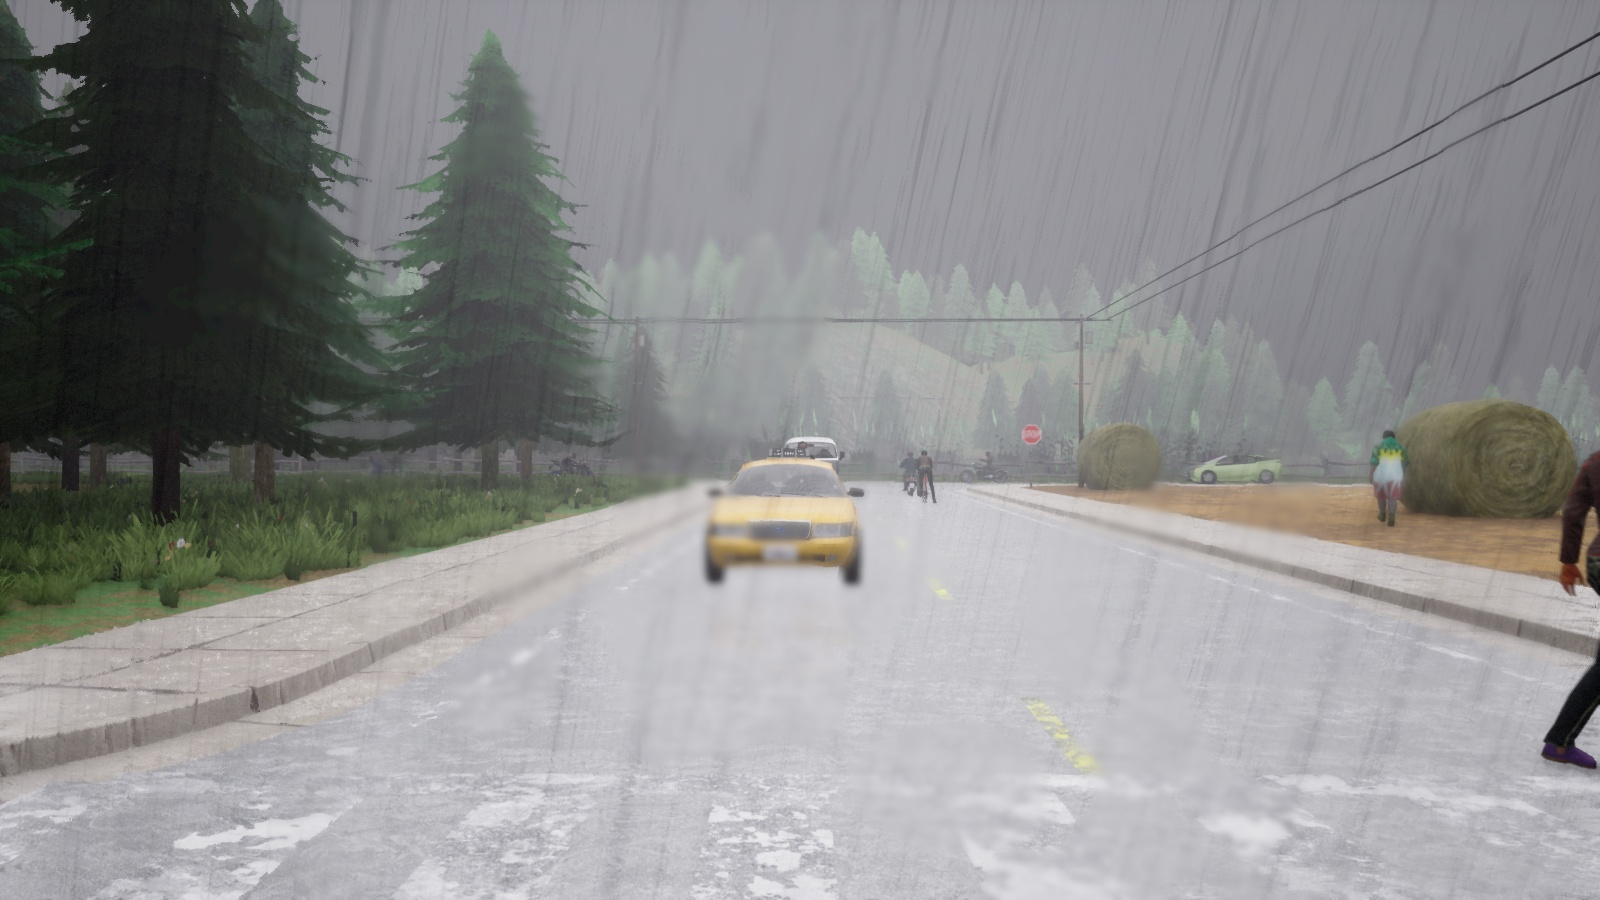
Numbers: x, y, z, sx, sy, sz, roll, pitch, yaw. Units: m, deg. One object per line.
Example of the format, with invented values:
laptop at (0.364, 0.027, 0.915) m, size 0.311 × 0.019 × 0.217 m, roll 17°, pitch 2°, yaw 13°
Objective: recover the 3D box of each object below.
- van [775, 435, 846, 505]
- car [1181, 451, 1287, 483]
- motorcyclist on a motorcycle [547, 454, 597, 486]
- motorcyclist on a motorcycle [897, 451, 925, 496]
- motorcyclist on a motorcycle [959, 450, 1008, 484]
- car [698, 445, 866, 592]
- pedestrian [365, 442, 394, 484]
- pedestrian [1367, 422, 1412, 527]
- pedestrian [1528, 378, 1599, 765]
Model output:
van at (0.344, 0.595, 38.905) m, size 2.069 × 2.038 × 4.480 m, roll 0°, pitch 0°, yaw 1°
car at (21.101, 0.832, 61.182) m, size 4.514 × 1.525 × 2.007 m, roll 0°, pitch 0°, yaw 4°
motorcyclist on a motorcycle at (-10.861, 0.941, 59.913) m, size 2.191 × 1.530 × 0.866 m, roll 0°, pitch 0°, yaw 4°
motorcyclist on a motorcycle at (3.977, 0.840, 45.143) m, size 0.866 × 1.590 × 1.817 m, roll 0°, pitch 0°, yaw 1°
motorcyclist on a motorcycle at (9.050, 0.849, 62.026) m, size 2.350 × 1.649 × 0.766 m, roll 0°, pitch 0°, yaw 4°
car at (-0.144, 0.744, 16.164) m, size 1.801 × 1.575 × 5.366 m, roll 0°, pitch 0°, yaw 1°
pedestrian at (-18.785, 0.561, 56.112) m, size 0.900 × 1.855 × 0.874 m, roll 0°, pitch 0°, yaw 12°
pedestrian at (11.147, 0.451, 23.750) m, size 0.659 × 1.952 × 0.873 m, roll 0°, pitch 0°, yaw 18°
pedestrian at (4.020, 0.567, 6.010) m, size 0.869 × 1.805 × 0.328 m, roll 0°, pitch 0°, yaw 2°
